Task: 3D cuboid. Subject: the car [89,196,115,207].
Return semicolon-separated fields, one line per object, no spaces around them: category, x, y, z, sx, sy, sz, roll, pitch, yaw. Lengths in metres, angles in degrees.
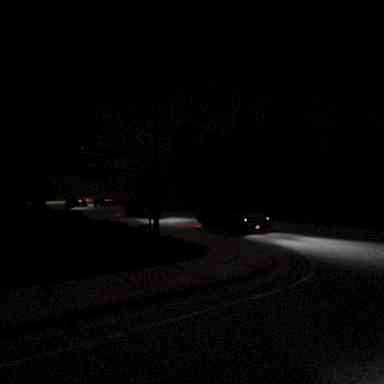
car;-12.411;1.308;46.985;2.128;1.511;4.902;-1;0;-34

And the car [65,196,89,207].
car;-16.085;1.397;46.005;2.033;1.411;5.357;-1;0;-34

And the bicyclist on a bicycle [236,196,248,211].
bicyclist on a bicycle;4.402;1.164;28.731;1.656;1.620;0.582;21;-27;-26

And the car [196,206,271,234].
car;2.184;1.451;18.589;1.895;1.301;4.718;-1;0;-31

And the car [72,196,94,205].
car;-18.214;1.363;55.398;2.033;1.411;5.357;-1;0;-34

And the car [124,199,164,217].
car;-4.164;1.324;28.419;1.882;1.535;5.008;-1;1;-34
